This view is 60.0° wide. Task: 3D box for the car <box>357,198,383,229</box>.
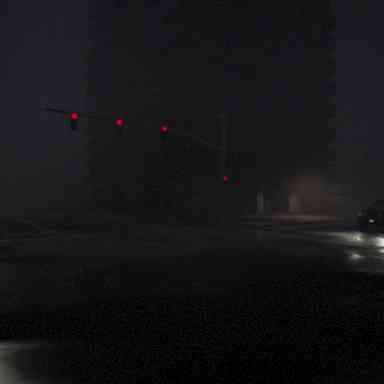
[{"bbox_3d":[13.216,1.435,22.020,5.566,2.045,2.150,1,0,-36],"label":"car"}]
